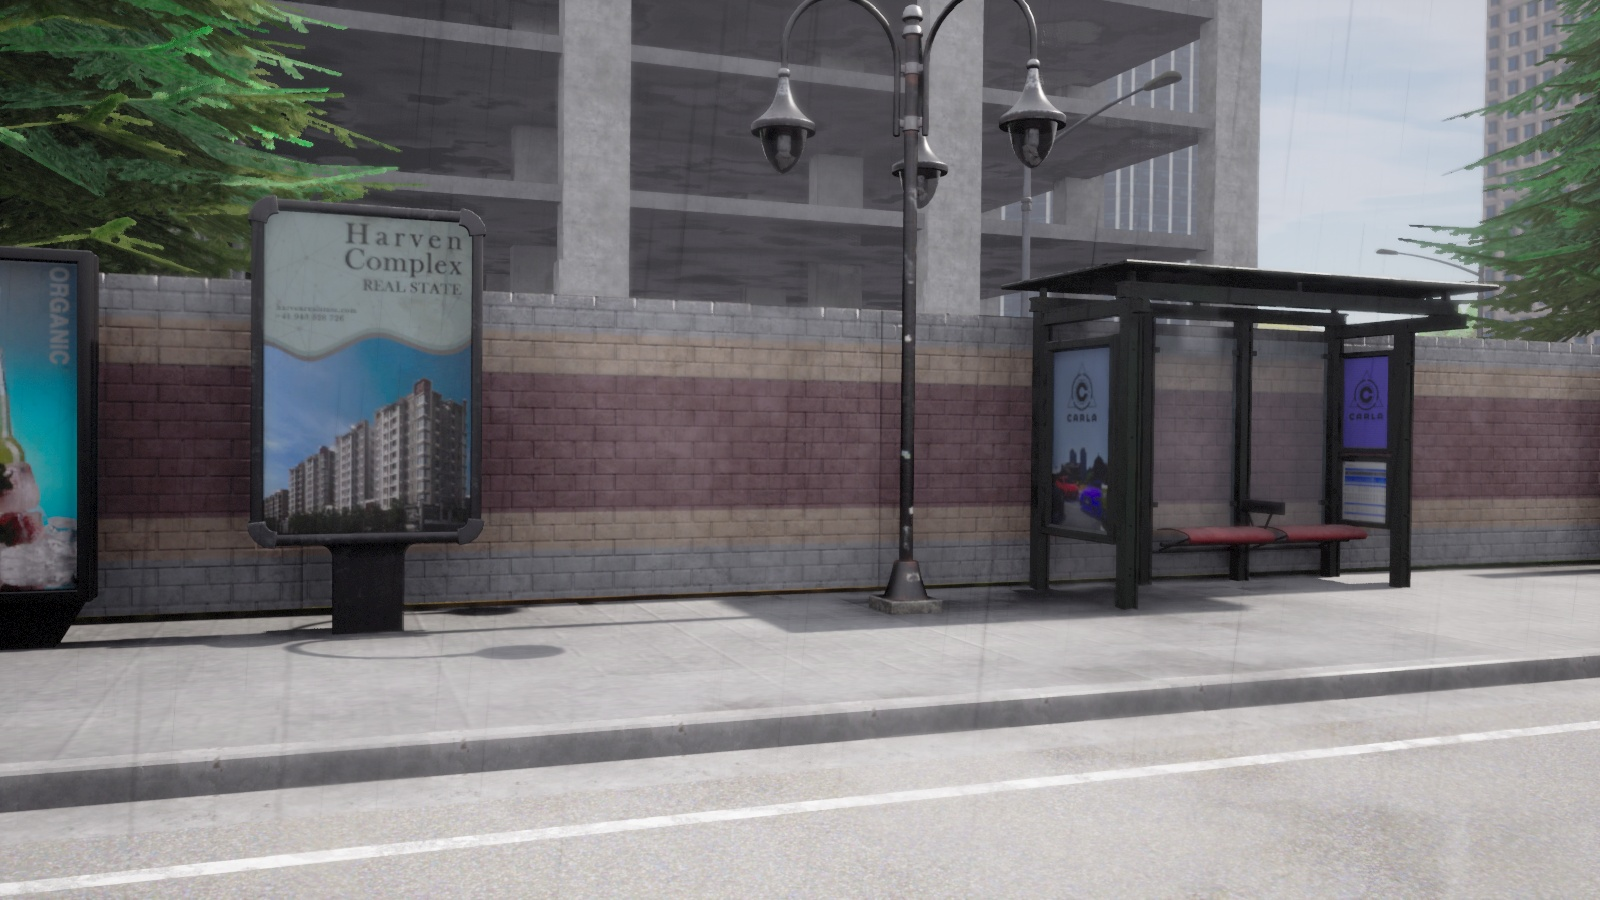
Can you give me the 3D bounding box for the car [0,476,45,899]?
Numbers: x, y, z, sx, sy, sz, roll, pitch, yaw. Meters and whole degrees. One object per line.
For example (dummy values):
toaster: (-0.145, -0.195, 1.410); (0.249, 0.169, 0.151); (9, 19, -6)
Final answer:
car: (-3.928, 0.838, 1.747); (4.674, 1.442, 1.812); (-1, 1, -21)
